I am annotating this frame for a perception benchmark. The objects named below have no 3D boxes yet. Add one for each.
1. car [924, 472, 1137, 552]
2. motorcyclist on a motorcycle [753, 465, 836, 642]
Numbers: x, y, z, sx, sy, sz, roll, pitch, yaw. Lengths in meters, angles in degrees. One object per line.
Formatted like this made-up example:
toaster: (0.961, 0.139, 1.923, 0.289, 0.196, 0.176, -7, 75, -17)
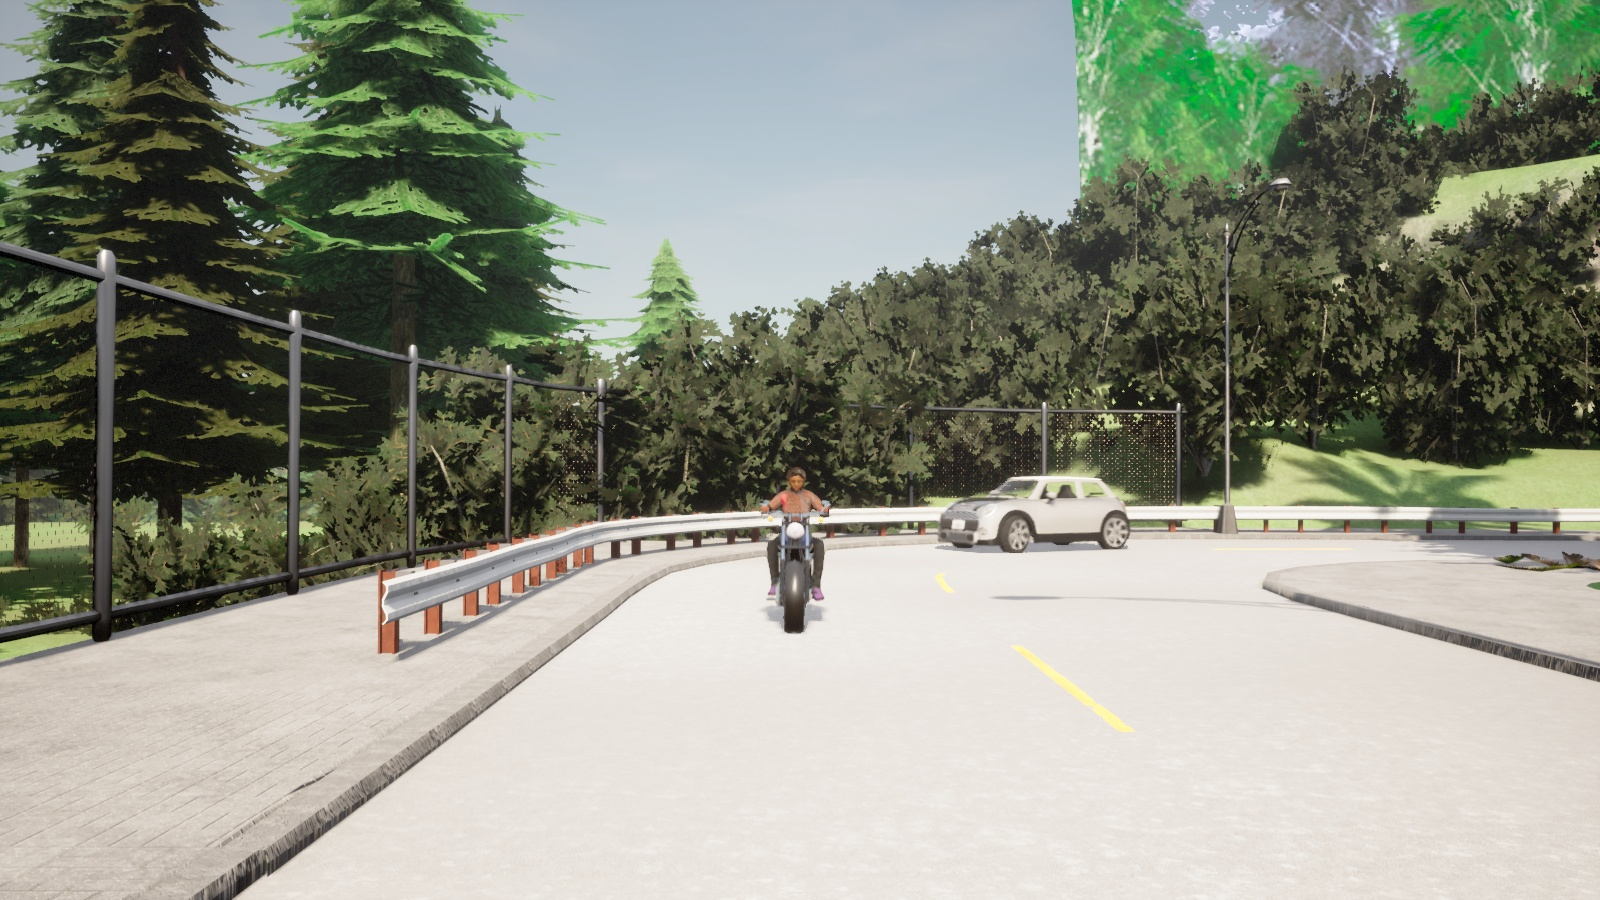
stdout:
car: (4.640, 1.186, 25.241, 3.806, 1.475, 1.970, 0, -1, -29)
motorcyclist on a motorcycle: (-0.039, 0.981, 12.865, 0.766, 1.649, 2.350, 0, -1, 1)
